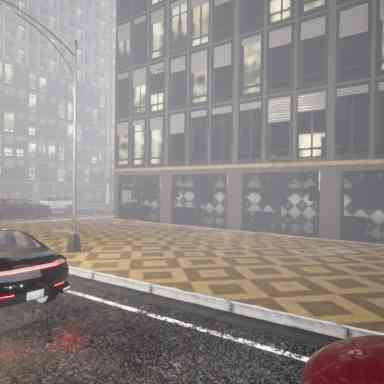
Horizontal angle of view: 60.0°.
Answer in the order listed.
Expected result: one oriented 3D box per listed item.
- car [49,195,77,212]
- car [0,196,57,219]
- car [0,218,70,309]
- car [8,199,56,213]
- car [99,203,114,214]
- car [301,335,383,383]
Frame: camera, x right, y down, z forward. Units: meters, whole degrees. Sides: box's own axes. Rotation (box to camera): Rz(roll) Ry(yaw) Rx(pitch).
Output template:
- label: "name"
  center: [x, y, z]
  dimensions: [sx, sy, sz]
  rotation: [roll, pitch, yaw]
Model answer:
- label: "car"
  center: [-16.329, 1.391, 39.164]
  dimensions: [2.150, 2.045, 5.566]
  rotation: [1, 0, 36]
- label: "car"
  center: [-15.554, 1.519, 30.467]
  dimensions: [2.192, 1.841, 5.009]
  rotation: [1, 0, 36]
- label: "car"
  center: [-4.575, 1.488, 6.920]
  dimensions: [4.902, 1.511, 2.128]
  rotation: [0, 0, 35]
- label: "car"
  center: [-19.068, 1.643, 39.836]
  dimensions: [1.752, 1.417, 4.829]
  rotation: [1, 0, 36]
- label: "car"
  center: [-8.773, 1.830, 39.691]
  dimensions: [1.752, 1.417, 4.829]
  rotation: [1, 0, 36]
- label: "car"
  center: [2.912, 1.526, 1.619]
  dimensions: [4.674, 1.442, 1.812]
  rotation: [0, 0, 35]
